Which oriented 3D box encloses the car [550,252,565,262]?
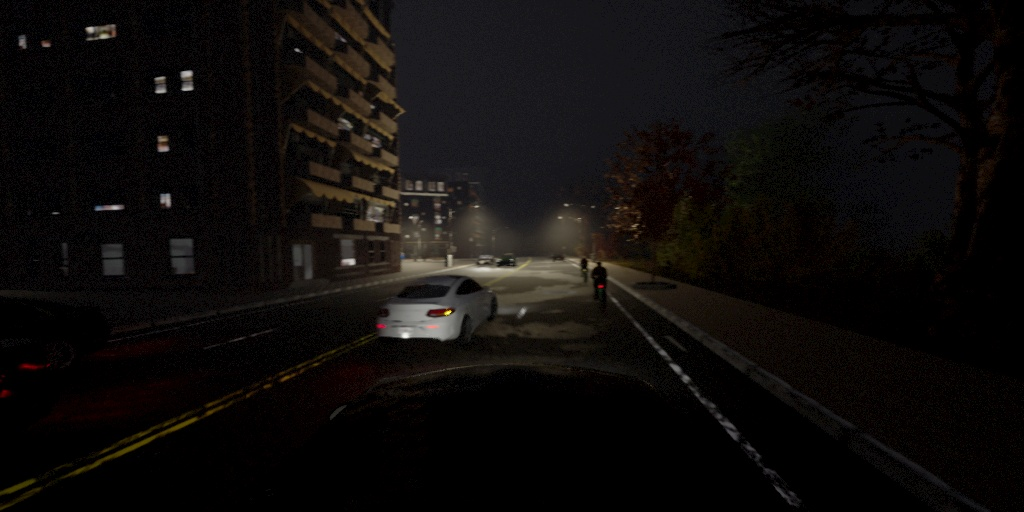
[{"bbox_3d":[7.591,0.155,58.710,1.882,1.535,5.008,-1,1,5],"label":"car"}]

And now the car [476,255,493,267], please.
[{"bbox_3d":[-3.436,0.611,47.087,2.128,1.511,4.902,-1,1,6],"label":"car"}]

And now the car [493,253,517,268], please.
[{"bbox_3d":[-0.609,0.469,43.033,2.097,1.767,4.553,-1,1,6],"label":"car"}]

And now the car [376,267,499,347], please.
[{"bbox_3d":[-1.647,1.198,9.033,1.812,1.442,4.674,-1,1,9],"label":"car"}]

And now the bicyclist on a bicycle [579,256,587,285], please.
[{"bbox_3d":[4.165,0.813,20.636,0.582,1.620,1.656,-1,1,8],"label":"bicyclist on a bicycle"}]

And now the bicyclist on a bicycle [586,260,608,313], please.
[{"bbox_3d":[2.856,0.983,11.644,0.582,1.620,1.656,-1,1,9],"label":"bicyclist on a bicycle"}]

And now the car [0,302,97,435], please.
[{"bbox_3d":[-6.285,1.391,2.006,1.837,1.490,4.892,-1,1,10],"label":"car"}]

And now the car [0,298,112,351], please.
[{"bbox_3d":[-9.078,1.406,5.018,1.837,1.490,4.892,-1,1,9],"label":"car"}]
